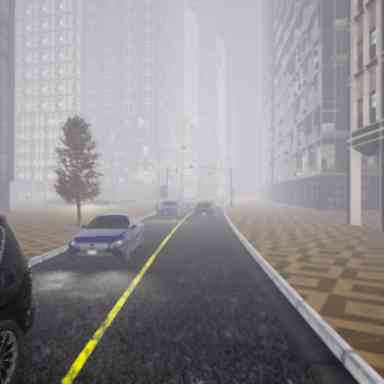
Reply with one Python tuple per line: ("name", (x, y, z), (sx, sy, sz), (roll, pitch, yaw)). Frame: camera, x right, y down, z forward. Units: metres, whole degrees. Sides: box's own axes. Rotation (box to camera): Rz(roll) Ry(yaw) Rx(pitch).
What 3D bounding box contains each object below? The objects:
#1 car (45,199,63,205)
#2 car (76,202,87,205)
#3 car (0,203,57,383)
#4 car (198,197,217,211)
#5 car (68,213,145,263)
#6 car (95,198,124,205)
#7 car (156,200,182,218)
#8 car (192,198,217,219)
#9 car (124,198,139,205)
("car", (-29.199, 2.053, 70.423), (4.313, 1.339, 1.947), (-1, 1, 14))
("car", (-23.742, 1.969, 69.059), (4.313, 1.339, 1.947), (-1, 1, 14))
("car", (-3.063, 1.213, 1.966), (2.150, 2.045, 5.566), (0, 0, 1))
("car", (1.999, 1.490, 41.671), (2.128, 1.511, 4.902), (0, 0, 5))
("car", (-2.870, 1.519, 12.136), (1.812, 1.442, 4.674), (0, 0, 2))
("car", (-14.861, 1.749, 58.200), (4.403, 1.369, 2.008), (-1, 0, 14))
("car", (-2.001, 1.472, 30.050), (1.882, 1.535, 5.008), (0, 0, 4))
("car", (1.085, 1.510, 29.312), (1.837, 1.490, 4.892), (0, 0, 4))
("car", (-12.829, 1.789, 66.330), (4.403, 1.369, 2.008), (-1, 1, 14))
